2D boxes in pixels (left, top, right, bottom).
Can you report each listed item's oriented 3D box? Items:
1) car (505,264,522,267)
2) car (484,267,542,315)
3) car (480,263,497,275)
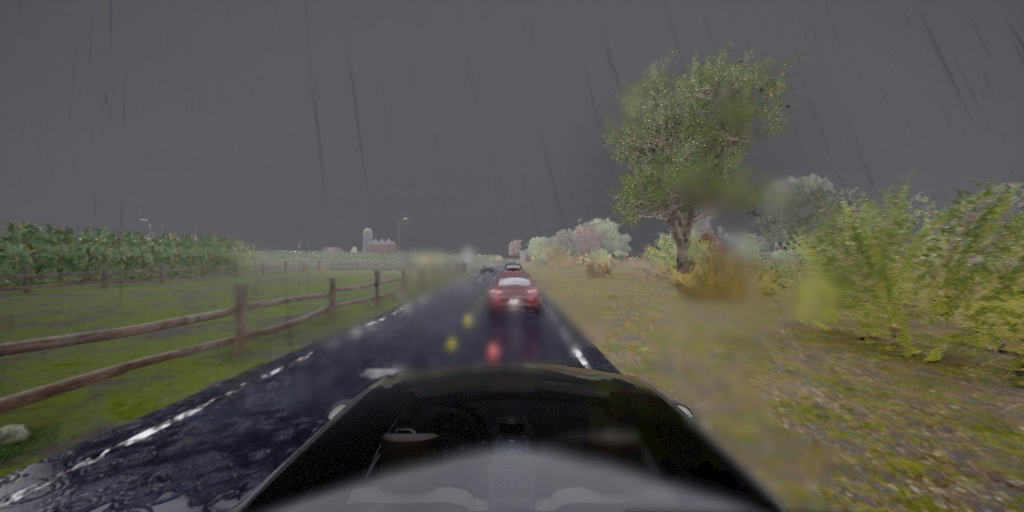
[{"bbox_3d":[0.097,1.372,29.669,1.837,1.490,4.892,0,0,0],"label":"car"},{"bbox_3d":[0.098,1.323,13.619,1.812,1.442,4.674,0,0,0],"label":"car"},{"bbox_3d":[-2.773,1.534,43.112,1.895,1.301,4.718,0,0,0],"label":"car"}]
